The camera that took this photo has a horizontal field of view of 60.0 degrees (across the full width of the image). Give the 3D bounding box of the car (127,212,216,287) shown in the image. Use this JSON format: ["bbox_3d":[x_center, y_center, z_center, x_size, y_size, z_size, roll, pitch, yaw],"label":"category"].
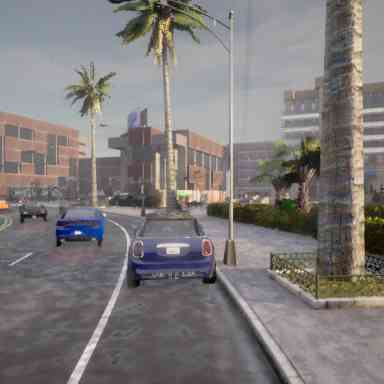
[{"bbox_3d":[-0.703,1.352,9.627,2.097,1.767,4.553,0,0,-7],"label":"car"}]

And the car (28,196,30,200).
[{"bbox_3d":[-36.889,1.225,70.776,4.553,1.767,2.185,0,0,22],"label":"car"}]

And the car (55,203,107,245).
[{"bbox_3d":[-5.095,1.474,15.582,1.882,1.535,5.008,0,0,-13],"label":"car"}]

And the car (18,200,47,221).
[{"bbox_3d":[-13.208,1.590,27.445,1.895,1.301,4.718,0,0,-29],"label":"car"}]

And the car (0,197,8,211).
[{"bbox_3d":[-23.811,1.332,39.545,4.553,1.767,2.097,0,0,39],"label":"car"}]

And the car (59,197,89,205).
[{"bbox_3d":[-10.874,1.483,30.204,2.128,1.511,4.902,0,0,-31],"label":"car"}]
